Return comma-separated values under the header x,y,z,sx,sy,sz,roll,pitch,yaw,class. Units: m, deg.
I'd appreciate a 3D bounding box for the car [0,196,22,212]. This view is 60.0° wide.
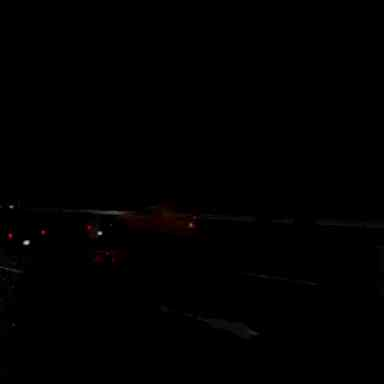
x,y,z,sx,sy,sz,roll,pitch,yaw,class
-17.162,1.358,29.126,5.566,2.045,2.150,0,0,36,car

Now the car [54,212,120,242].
x,y,z,sx,sy,sz,roll,pitch,yaw,class
-6.151,1.666,16.972,4.718,1.301,1.895,0,0,36,car

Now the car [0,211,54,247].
x,y,z,sx,sy,sz,roll,pitch,yaw,class
-8.196,1.667,14.132,4.718,1.301,1.895,0,0,36,car

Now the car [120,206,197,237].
x,y,z,sx,sy,sz,roll,pitch,yaw,class
-2.060,1.532,18.349,5.008,1.535,1.882,0,0,36,car
